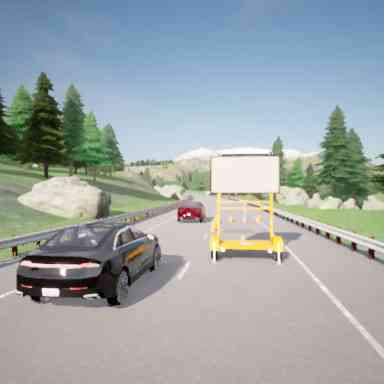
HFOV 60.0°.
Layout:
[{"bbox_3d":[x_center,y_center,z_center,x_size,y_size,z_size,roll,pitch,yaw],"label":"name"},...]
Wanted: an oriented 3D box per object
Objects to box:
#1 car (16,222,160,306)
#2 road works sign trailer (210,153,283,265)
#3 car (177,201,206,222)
[{"bbox_3d":[-2.085,1.485,8.057,2.128,1.511,4.902,0,0,7],"label":"car"},{"bbox_3d":[1.860,0.455,11.746,2.380,3.560,2.880,0,0,7],"label":"road works sign trailer"},{"bbox_3d":[0.022,1.457,26.255,1.882,1.535,5.008,0,0,6],"label":"car"}]
